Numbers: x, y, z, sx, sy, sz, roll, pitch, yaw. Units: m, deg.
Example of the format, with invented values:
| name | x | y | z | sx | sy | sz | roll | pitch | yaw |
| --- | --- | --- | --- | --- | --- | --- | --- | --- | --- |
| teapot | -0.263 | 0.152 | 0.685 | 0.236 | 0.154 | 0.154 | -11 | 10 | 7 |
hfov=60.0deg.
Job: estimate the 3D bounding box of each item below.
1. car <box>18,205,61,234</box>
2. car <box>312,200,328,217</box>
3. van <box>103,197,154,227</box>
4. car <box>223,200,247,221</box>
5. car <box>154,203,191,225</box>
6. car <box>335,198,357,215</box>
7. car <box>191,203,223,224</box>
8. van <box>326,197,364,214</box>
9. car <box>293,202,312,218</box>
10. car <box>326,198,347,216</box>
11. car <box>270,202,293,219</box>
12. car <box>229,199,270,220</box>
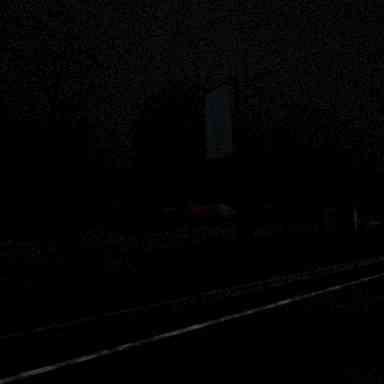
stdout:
| name | x | y | z | sx | sy | sz | roll | pitch | yaw |
| --- | --- | --- | --- | --- | --- | --- | --- | --- | --- |
| car | -9.198 | 1.549 | 20.093 | 2.163 | 1.488 | 4.792 | 1 | 0 | -36 |
| car | 11.086 | 1.773 | 34.670 | 2.163 | 1.488 | 4.792 | 1 | 0 | -36 |
| van | -4.766 | 1.342 | 23.441 | 1.878 | 1.987 | 4.442 | 1 | 0 | -36 |
| car | 2.075 | 1.682 | 28.187 | 2.002 | 1.452 | 4.674 | 1 | 0 | -36 |
| car | -2.441 | 1.633 | 24.957 | 2.002 | 1.452 | 4.674 | 1 | 0 | -36 |
| car | 15.601 | 1.826 | 37.899 | 2.163 | 1.488 | 4.792 | 1 | 0 | -36 |
| car | -0.181 | 1.617 | 26.571 | 2.097 | 1.535 | 5.008 | 1 | 0 | -36 |
| van | 17.944 | 1.597 | 39.395 | 1.878 | 1.987 | 4.442 | 1 | 0 | -36 |
| car | 8.850 | 1.719 | 33.028 | 2.231 | 1.521 | 4.892 | 1 | 0 | -36 |
| car | 13.468 | 1.767 | 36.109 | 1.946 | 1.575 | 5.366 | 1 | 0 | -36 |
| car | 6.585 | 1.692 | 31.423 | 2.097 | 1.535 | 5.008 | 1 | 0 | -36 |
| car | 4.314 | 1.541 | 29.830 | 2.185 | 1.767 | 4.553 | 1 | 0 | -36 |
